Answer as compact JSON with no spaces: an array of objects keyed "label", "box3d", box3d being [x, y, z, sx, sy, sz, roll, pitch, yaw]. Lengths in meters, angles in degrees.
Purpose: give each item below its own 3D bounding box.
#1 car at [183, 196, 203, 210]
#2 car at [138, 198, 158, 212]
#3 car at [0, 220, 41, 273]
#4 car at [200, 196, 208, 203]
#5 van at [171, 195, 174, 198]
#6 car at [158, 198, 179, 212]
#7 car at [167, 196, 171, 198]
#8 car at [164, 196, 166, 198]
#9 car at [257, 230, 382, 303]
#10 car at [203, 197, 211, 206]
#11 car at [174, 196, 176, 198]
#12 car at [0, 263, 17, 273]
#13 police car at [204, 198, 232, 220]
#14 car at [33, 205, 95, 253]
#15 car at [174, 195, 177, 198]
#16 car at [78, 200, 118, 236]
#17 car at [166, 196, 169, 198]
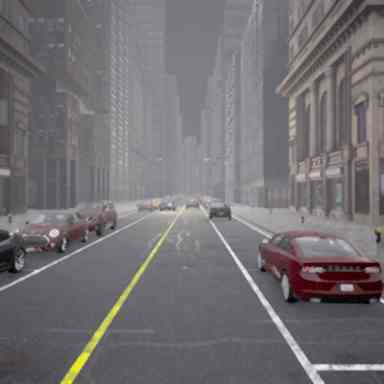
[{"label":"car","box3d":[0.092,1.764,48.807,2.128,1.511,4.902,0,0,0]},{"label":"car","box3d":[-5.687,1.814,41.805,1.802,1.307,4.206,0,0,0]},{"label":"car","box3d":[-5.746,1.612,8.196,1.947,1.339,4.313,0,0,0]},{"label":"car","box3d":[2.909,1.893,81.013,1.967,1.590,4.097,0,0,0]},{"label":"van","box3d":[-5.626,1.762,75.418,1.690,1.788,3.998,0,0,0]},{"label":"car","box3d":[-3.015,1.799,42.398,1.994,1.385,4.181,0,0,0]},{"label":"car","box3d":[-5.647,1.903,64.213,1.887,1.381,4.507,0,0,0]},{"label":"car","box3d":[-5.666,1.735,53.009,1.967,1.590,4.097,0,0,0]},{"label":"car","box3d":[2.779,1.590,8.186,1.887,1.381,4.507,0,0,0]},{"label":"car","box3d":[2.849,1.790,47.570,1.752,1.417,4.829,0,0,0]},{"label":"car","box3d":[-5.617,2.035,81.017,1.802,1.307,4.206,0,0,0]},{"label":"car","box3d":[-3.097,1.555,1.214,2.033,1.411,5.357,0,0,0]},{"label":"police car","box3d":[2.419,1.590,29.987,1.930,1.638,5.238,0,0,0]},{"label":"car","box3d":[-5.736,1.516,13.798,1.967,1.590,4.097,0,0,0]},{"label":"car","box3d":[-5.607,1.925,86.620,1.967,1.590,4.097,0,0,0]},{"label":"car","box3d":[-5.725,1.422,19.400,2.192,1.841,5.009,0,0,0]},{"label":"car","box3d":[-5.657,1.871,58.610,1.887,1.381,4.507,0,0,0]}]
